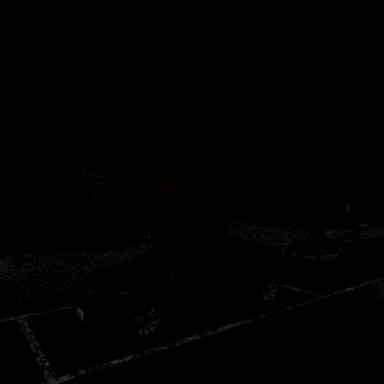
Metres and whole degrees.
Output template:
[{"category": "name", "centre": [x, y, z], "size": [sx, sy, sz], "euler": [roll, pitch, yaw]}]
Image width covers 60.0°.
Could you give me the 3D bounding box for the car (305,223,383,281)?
[{"category": "car", "centre": [4.486, 1.582, 9.731], "size": [4.206, 1.307, 1.802], "euler": [0, 0, -35]}]

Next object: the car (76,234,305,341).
[{"category": "car", "centre": [0.005, 1.566, 6.539], "size": [4.313, 1.339, 1.947], "euler": [0, 0, -35]}]
